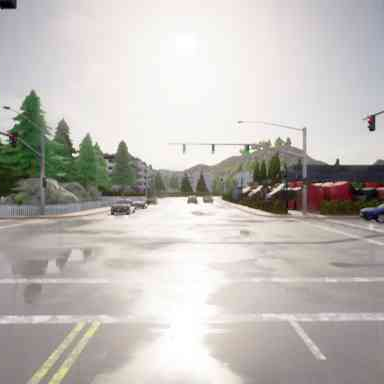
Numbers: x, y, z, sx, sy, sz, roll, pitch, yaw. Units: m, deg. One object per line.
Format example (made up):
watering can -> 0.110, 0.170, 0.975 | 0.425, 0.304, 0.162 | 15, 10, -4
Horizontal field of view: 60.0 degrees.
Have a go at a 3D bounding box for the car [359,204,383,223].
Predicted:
car -> 14.933, 1.432, 24.352 | 5.008, 1.535, 1.882 | 0, 0, 0

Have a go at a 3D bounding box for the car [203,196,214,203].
car -> 3.468, 1.628, 69.339 | 1.895, 1.301, 4.718 | 0, 0, 0

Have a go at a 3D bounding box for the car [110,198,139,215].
car -> -7.134, 1.519, 34.761 | 1.837, 1.490, 4.892 | 0, 0, 1

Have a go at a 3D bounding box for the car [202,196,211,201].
car -> 3.464, 1.509, 78.247 | 1.895, 1.301, 4.718 | 0, 0, 0

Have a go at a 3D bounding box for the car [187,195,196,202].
car -> -0.036, 1.556, 78.895 | 2.128, 1.511, 4.902 | 0, 0, 0

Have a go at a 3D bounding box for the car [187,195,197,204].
car -> 0.071, 1.588, 65.545 | 1.994, 1.385, 4.181 | 0, 0, 0

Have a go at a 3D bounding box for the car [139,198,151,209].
car -> -7.117, 1.543, 44.828 | 1.812, 1.442, 4.674 | 0, 0, 0

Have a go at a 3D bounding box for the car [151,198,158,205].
car -> -7.090, 1.624, 58.209 | 1.895, 1.301, 4.718 | 0, 0, 0
